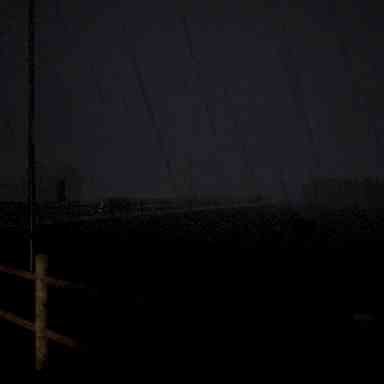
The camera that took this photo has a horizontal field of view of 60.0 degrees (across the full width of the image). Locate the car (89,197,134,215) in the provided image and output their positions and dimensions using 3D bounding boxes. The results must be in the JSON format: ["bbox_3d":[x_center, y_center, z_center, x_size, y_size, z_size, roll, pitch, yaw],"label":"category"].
[{"bbox_3d":[-8.033,1.257,33.209,2.097,1.767,4.553,-1,0,36],"label":"car"}]

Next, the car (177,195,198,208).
[{"bbox_3d":[-1.176,1.205,43.207,2.097,1.767,4.553,-1,0,35],"label":"car"}]

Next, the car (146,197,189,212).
[{"bbox_3d":[-2.710,1.461,35.771,1.895,1.301,4.718,-1,0,35],"label":"car"}]

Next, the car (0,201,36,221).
[{"bbox_3d":[-14.018,1.428,24.346,1.882,1.535,5.008,-1,0,33],"label":"car"}]

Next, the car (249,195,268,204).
[{"bbox_3d":[11.161,1.251,56.043,1.837,1.490,4.892,-1,1,35],"label":"car"}]
